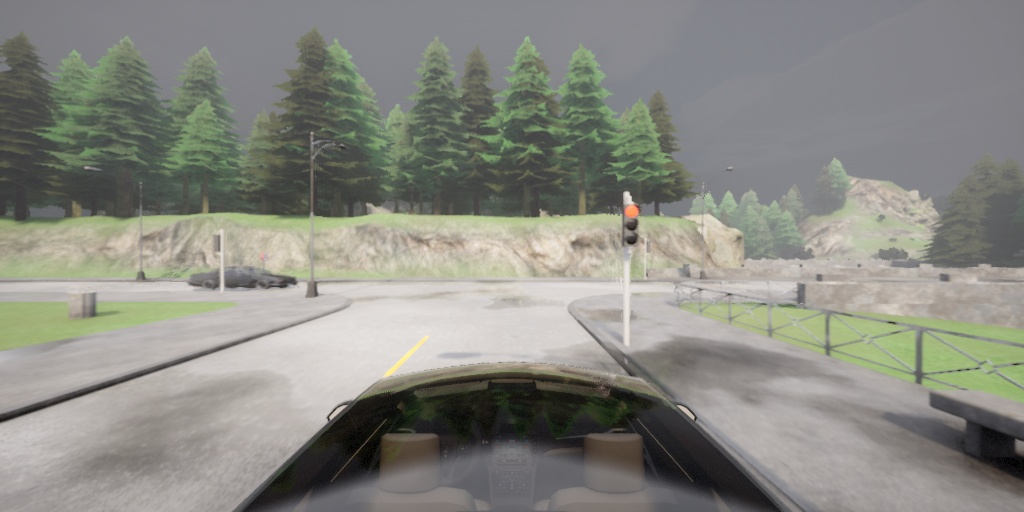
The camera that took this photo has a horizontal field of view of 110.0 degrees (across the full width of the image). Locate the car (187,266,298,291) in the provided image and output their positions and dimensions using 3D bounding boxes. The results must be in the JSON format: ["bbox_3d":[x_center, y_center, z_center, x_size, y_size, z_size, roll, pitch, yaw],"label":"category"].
[{"bbox_3d":[-15.454,1.282,20.695,5.357,1.411,2.033,0,0,0],"label":"car"}]
